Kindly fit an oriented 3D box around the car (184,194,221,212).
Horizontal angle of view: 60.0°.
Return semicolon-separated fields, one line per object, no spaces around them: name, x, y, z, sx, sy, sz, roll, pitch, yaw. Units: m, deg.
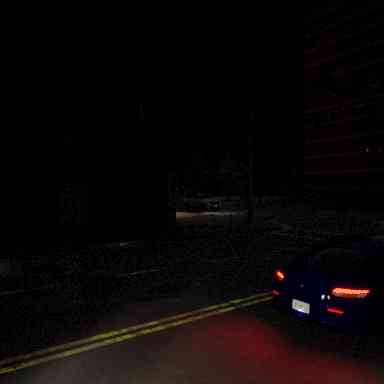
car;1.154;1.221;39.806;2.150;2.045;5.566;0;0;-34

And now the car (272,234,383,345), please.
car;3.489;1.526;6.257;4.674;1.442;1.812;0;0;-35
